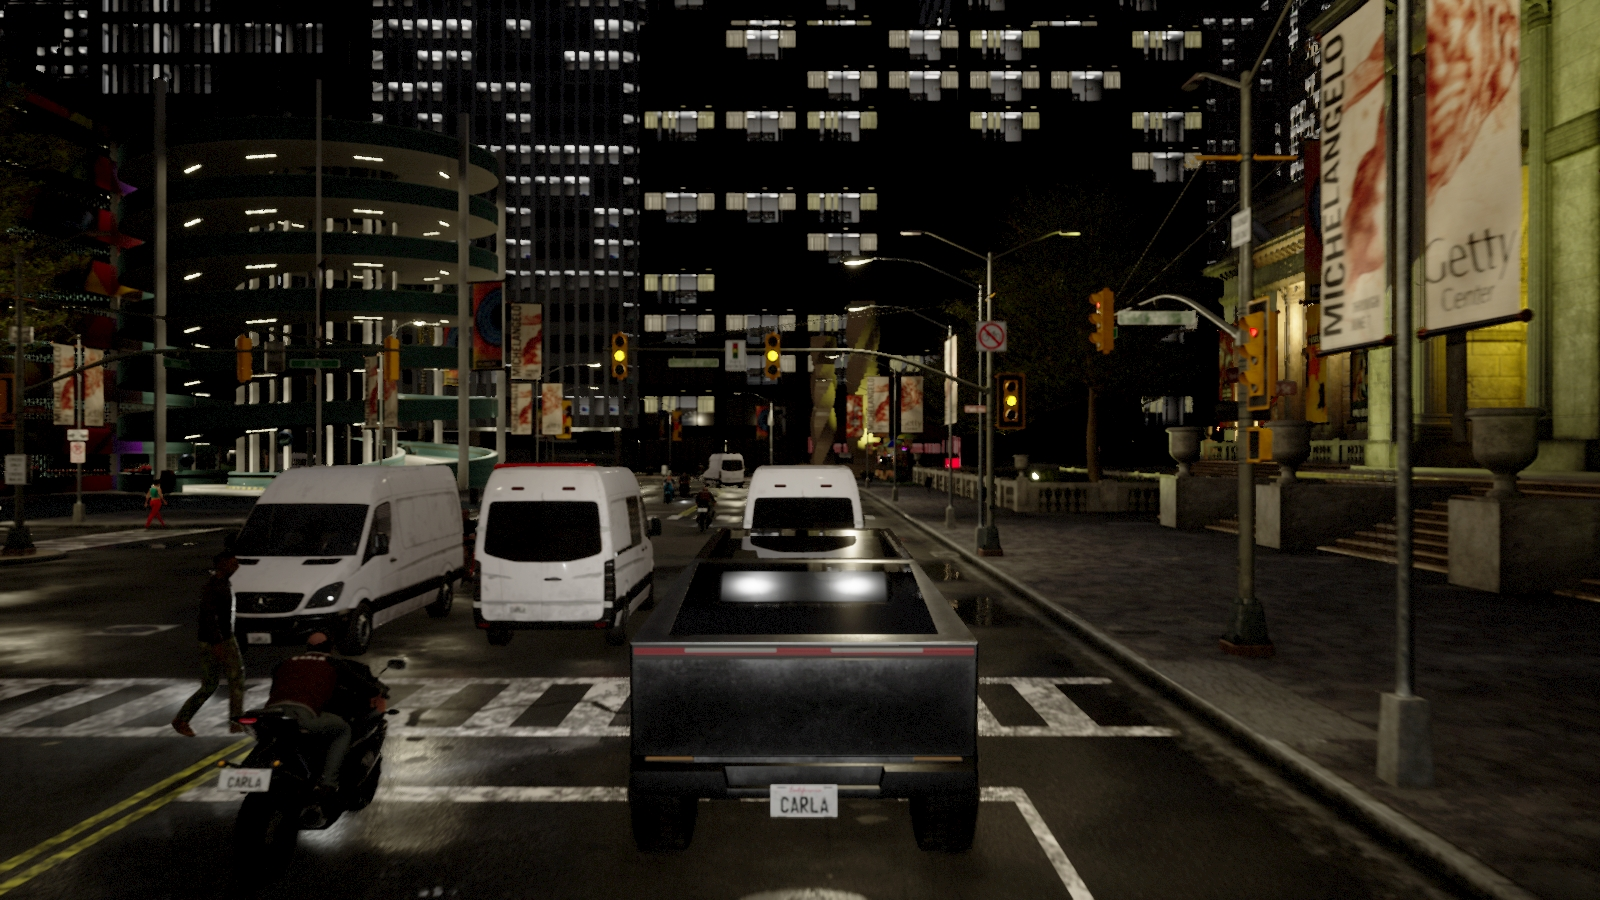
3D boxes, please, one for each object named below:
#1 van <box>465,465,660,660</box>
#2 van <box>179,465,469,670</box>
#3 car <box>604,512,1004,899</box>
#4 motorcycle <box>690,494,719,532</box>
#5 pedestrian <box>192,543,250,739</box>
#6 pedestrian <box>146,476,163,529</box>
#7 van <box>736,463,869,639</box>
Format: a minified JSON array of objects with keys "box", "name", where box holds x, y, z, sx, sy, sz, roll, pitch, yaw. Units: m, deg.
[{"box":[-3.542,1.541,18.266,1.988,2.561,5.915,0,0,-1],"name":"van"},{"box":[-6.958,1.543,17.608,1.988,2.561,5.915,0,0,0],"name":"van"},{"box":[0.032,1.758,9.968,2.390,2.098,6.274,0,0,0],"name":"car"},{"box":[-3.383,2.223,40.667,0.867,1.251,2.209,0,0,0],"name":"motorcycle"},{"box":[-5.658,1.854,11.180,0.375,1.860,0.375,0,0,0],"name":"pedestrian"},{"box":[-22.950,1.867,40.619,0.375,1.860,0.375,0,0,14],"name":"pedestrian"},{"box":[0.048,1.544,20.011,1.988,2.561,5.915,0,0,0],"name":"van"}]
